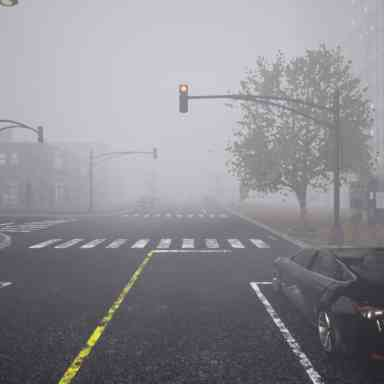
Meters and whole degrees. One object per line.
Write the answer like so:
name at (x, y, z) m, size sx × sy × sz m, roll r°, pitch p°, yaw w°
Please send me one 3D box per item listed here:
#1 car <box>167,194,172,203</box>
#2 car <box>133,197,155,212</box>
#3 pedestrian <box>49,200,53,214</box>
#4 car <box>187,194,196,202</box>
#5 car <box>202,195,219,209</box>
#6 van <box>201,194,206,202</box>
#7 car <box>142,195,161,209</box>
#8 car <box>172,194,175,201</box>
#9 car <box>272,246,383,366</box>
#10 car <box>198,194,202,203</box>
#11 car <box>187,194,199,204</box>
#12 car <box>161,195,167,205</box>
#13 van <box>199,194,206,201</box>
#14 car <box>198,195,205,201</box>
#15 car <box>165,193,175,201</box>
car at (-5.767, 1.531, 71.404) m, size 1.752 × 1.417 × 4.829 m, roll 0°, pitch 0°, yaw 0°
car at (-5.729, 1.584, 38.267) m, size 1.802 × 1.307 × 4.206 m, roll 0°, pitch 0°, yaw 0°
pedestrian at (-12.783, 1.318, 30.262) m, size 0.375 × 1.300 × 0.375 m, roll 0°, pitch -1°, yaw -1°
car at (-0.088, 1.362, 79.487) m, size 2.097 × 1.767 × 4.553 m, roll 0°, pitch 0°, yaw 0°
car at (2.644, 1.528, 44.000) m, size 1.752 × 1.417 × 4.829 m, roll 0°, pitch 0°, yaw 0°
van at (2.639, 1.345, 49.382) m, size 1.690 × 1.788 × 3.998 m, roll 0°, pitch 0°, yaw 0°
car at (-5.735, 1.318, 43.818) m, size 2.192 × 1.841 × 5.009 m, roll 0°, pitch 0°, yaw 0°
car at (-5.780, 1.558, 82.675) m, size 2.008 × 1.369 × 4.403 m, roll 0°, pitch 0°, yaw 0°
car at (2.688, 1.566, 5.801) m, size 1.947 × 1.339 × 4.313 m, roll 0°, pitch 0°, yaw 0°
car at (2.625, 1.556, 60.483) m, size 2.008 × 1.369 × 4.403 m, roll 0°, pitch 0°, yaw 0°
car at (0.024, 1.568, 66.279) m, size 1.994 × 1.385 × 4.181 m, roll 0°, pitch 0°, yaw 0°
car at (-5.748, 1.555, 54.921) m, size 2.008 × 1.369 × 4.403 m, roll 0°, pitch 0°, yaw 0°
van at (2.602, 1.349, 82.687) m, size 1.690 × 1.788 × 3.998 m, roll 0°, pitch 0°, yaw 0°
car at (2.594, 1.534, 88.408) m, size 1.752 × 1.417 × 4.829 m, roll 0°, pitch 0°, yaw 0°
car at (-5.786, 1.324, 88.227) m, size 2.192 × 1.841 × 5.009 m, roll 0°, pitch 0°, yaw 0°
